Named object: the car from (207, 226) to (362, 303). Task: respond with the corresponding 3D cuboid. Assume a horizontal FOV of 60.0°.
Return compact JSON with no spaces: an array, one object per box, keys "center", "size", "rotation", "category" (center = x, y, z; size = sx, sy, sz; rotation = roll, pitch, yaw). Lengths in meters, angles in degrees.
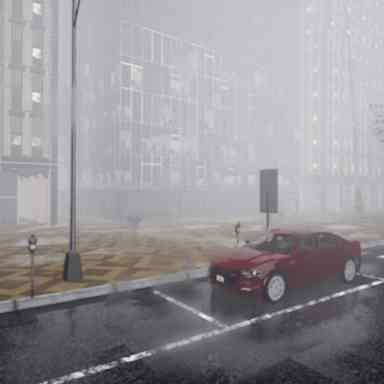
[{"center":[2.427,1.586,8.278],"size":[4.507,1.381,1.887],"rotation":[0,0,-35],"category":"car"}]
